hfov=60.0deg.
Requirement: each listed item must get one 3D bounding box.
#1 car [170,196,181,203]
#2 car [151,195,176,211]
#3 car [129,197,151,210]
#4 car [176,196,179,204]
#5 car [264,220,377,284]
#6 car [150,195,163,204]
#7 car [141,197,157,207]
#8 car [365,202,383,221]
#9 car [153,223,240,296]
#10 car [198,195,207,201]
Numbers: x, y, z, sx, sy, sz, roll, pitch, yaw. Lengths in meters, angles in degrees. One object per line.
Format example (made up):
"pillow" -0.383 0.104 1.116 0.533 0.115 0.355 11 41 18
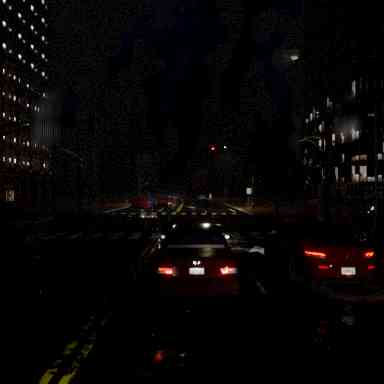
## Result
"car" -3.422 1.473 69.121 1.994 1.385 4.181 0 0 -1
"car" -3.396 1.320 40.576 2.097 1.767 4.553 0 0 0
"car" -6.651 1.443 42.198 1.882 1.535 5.008 0 0 0
"car" -3.405 1.456 49.468 1.837 1.490 4.892 0 0 0
"car" 3.338 1.522 9.408 1.812 1.442 4.674 0 0 0
"car" -6.664 1.429 62.483 1.837 1.490 4.892 0 0 0
"car" -6.662 1.472 52.119 1.812 1.442 4.674 0 0 0
"car" 16.990 1.280 26.660 5.566 2.045 2.150 0 0 3
"car" 0.089 1.544 8.824 2.033 1.411 5.357 0 0 0
"car" 2.542 1.393 82.803 1.812 1.442 4.674 0 0 -4
